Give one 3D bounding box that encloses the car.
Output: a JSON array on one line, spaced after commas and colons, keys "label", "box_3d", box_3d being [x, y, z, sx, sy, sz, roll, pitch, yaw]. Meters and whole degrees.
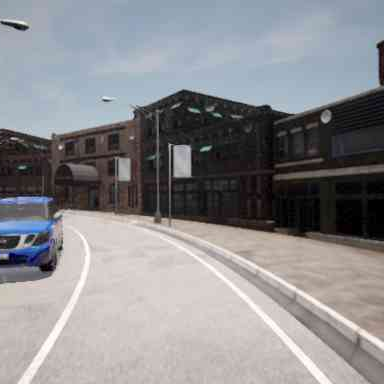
[{"label": "car", "box_3d": [-5.378, 1.189, 10.604, 2.150, 2.045, 5.566, 0, 0, -17]}]
